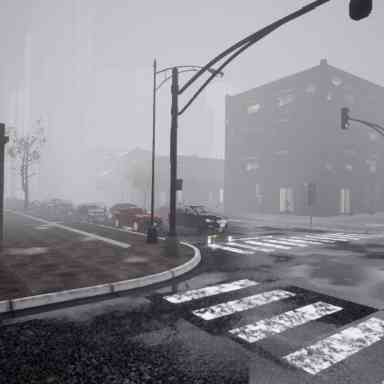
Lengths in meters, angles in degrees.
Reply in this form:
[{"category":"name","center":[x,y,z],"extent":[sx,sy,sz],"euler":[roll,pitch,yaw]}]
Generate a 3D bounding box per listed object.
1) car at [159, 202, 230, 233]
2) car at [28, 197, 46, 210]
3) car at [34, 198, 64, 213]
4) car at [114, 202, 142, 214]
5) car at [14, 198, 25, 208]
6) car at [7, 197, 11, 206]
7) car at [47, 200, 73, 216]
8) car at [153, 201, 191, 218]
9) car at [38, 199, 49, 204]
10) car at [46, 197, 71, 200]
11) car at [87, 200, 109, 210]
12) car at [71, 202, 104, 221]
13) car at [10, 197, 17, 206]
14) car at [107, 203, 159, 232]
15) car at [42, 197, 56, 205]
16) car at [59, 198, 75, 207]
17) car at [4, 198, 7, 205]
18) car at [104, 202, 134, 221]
[{"category":"car","center":[0.277,1.595,20.357],"extent":[2.128,1.511,4.902],"euler":[1,-1,-35]},{"category":"car","center":[-22.689,1.893,48.567],"extent":[1.752,1.417,4.829],"euler":[1,-1,-35]},{"category":"car","center":[-18.011,1.845,41.806],"extent":[2.008,1.369,4.403],"euler":[1,-1,-35]},{"category":"car","center":[-8.309,1.969,42.943],"extent":[2.008,1.369,4.403],"euler":[1,-1,-35]},{"category":"car","center":[-29.084,2.014,57.806],"extent":[1.887,1.381,4.507],"euler":[1,-1,-35]},{"category":"car","center":[-35.243,2.133,66.627],"extent":[1.947,1.339,4.313],"euler":[1,-1,-35]},{"category":"car","center":[-13.712,1.793,35.607],"extent":[1.947,1.339,4.313],"euler":[1,-1,-35]},{"category":"car","center":[-2.104,1.764,34.082],"extent":[1.967,1.590,4.097],"euler":[1,-1,-35]},{"category":"car","center":[-37.984,2.406,85.169],"extent":[1.752,1.417,4.829],"euler":[1,-1,-35]},{"category":"car","center":[-20.012,1.720,49.559],"extent":[1.837,1.490,4.892],"euler":[1,-1,-35]},{"category":"car","center":[-14.791,2.041,52.120],"extent":[1.752,1.417,4.829],"euler":[1,-1,-35]},{"category":"car","center":[-8.554,1.731,28.229],"extent":[1.802,1.307,4.206],"euler":[1,-1,-35]},{"category":"car","center":[-32.073,2.083,62.093],"extent":[1.947,1.339,4.313],"euler":[1,-1,-35]},{"category":"car","center":[-3.395,1.617,20.853],"extent":[1.887,1.381,4.507],"euler":[1,-1,-35]},{"category":"car","center":[-34.715,2.143,80.498],"extent":[2.192,1.841,5.009],"euler":[1,-1,-35]},{"category":"car","center":[-25.204,2.117,66.893],"extent":[1.967,1.590,4.097],"euler":[1,-1,-35]},{"category":"car","center":[-38.413,1.932,71.165],"extent":[2.192,1.841,5.009],"euler":[1,-1,-35]},{"category":"car","center":[-5.673,1.697,28.872],"extent":[1.837,1.490,4.892],"euler":[1,-1,-35]}]
